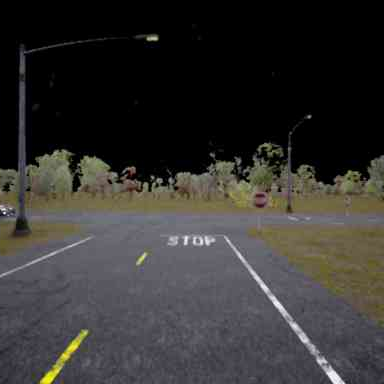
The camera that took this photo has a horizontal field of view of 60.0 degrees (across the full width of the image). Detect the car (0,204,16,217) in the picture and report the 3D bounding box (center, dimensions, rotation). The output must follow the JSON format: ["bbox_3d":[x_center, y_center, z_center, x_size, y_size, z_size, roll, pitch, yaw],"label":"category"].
[{"bbox_3d":[-18.546,1.414,30.222,4.553,1.767,2.097,1,0,0],"label":"car"}]
